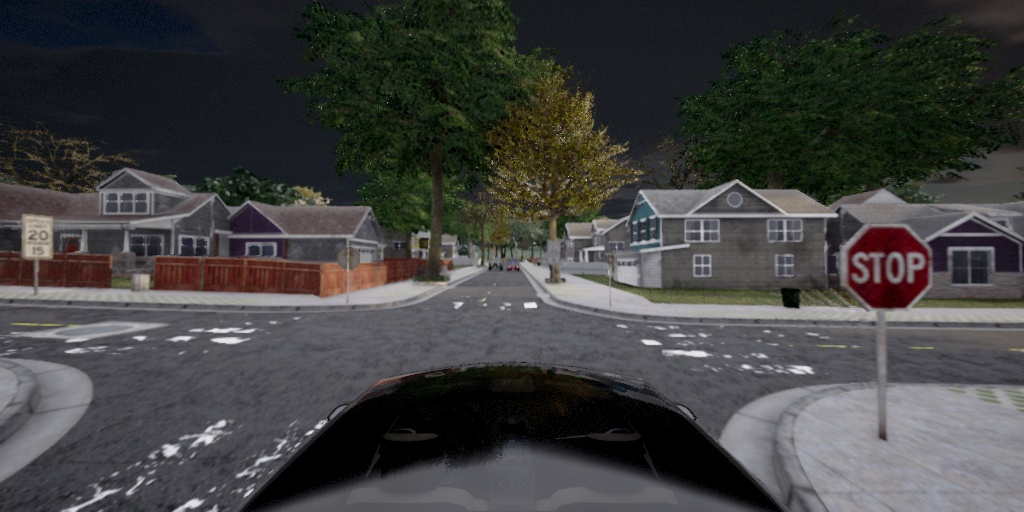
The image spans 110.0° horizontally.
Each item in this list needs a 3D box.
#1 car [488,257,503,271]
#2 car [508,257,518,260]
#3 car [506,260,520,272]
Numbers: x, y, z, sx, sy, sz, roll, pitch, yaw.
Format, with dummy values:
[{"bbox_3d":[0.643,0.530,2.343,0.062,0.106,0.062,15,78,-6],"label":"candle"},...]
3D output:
[{"bbox_3d":[-2.547,1.234,56.885,2.150,2.045,5.566,0,0,0],"label":"car"},{"bbox_3d":[0.222,1.253,62.352,2.150,2.045,5.566,0,0,0],"label":"car"},{"bbox_3d":[0.187,1.587,52.343,1.895,1.301,4.718,0,0,0],"label":"car"}]
